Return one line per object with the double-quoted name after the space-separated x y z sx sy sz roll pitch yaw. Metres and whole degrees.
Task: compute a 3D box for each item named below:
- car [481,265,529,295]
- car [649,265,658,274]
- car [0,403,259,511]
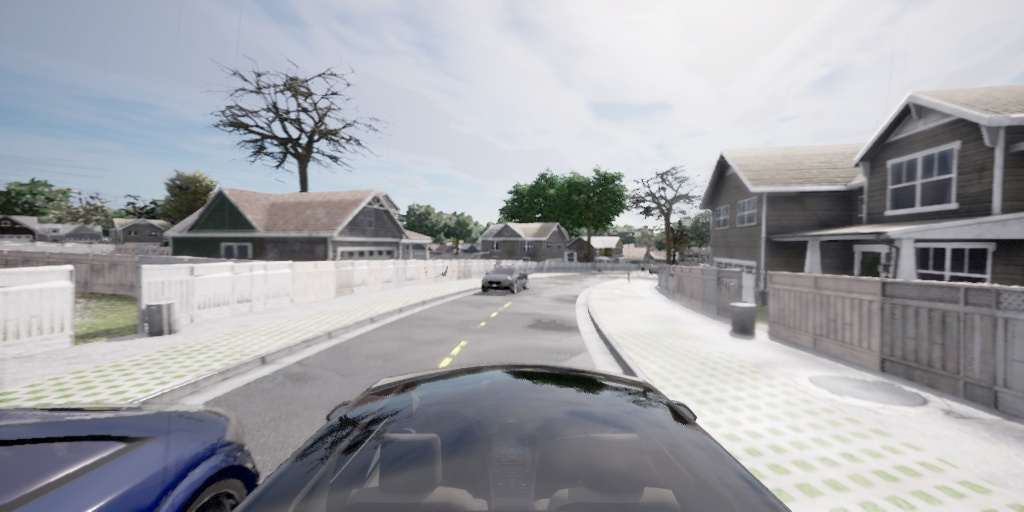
-0.285 1.289 20.519 1.837 1.490 4.892 1 -1 15 "car"
24.318 2.333 59.917 2.128 1.511 4.902 2 -1 35 "car"
-2.688 1.296 0.653 1.994 1.385 4.181 0 0 1 "car"
